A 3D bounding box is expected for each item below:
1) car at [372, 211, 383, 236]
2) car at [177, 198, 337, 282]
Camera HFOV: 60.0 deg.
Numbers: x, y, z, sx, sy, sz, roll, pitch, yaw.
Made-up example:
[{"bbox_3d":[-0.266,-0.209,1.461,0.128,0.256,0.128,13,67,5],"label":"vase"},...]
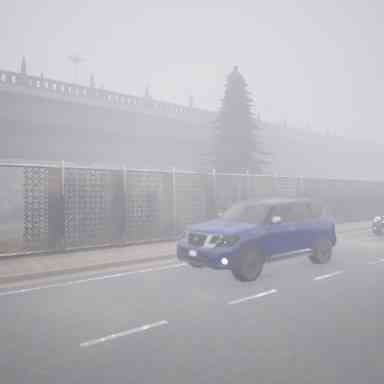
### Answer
[{"bbox_3d":[11.198,1.352,17.094,4.553,1.767,2.097,0,0,-38],"label":"car"},{"bbox_3d":[2.210,1.225,10.159,5.566,2.045,2.150,1,0,-38],"label":"car"}]
